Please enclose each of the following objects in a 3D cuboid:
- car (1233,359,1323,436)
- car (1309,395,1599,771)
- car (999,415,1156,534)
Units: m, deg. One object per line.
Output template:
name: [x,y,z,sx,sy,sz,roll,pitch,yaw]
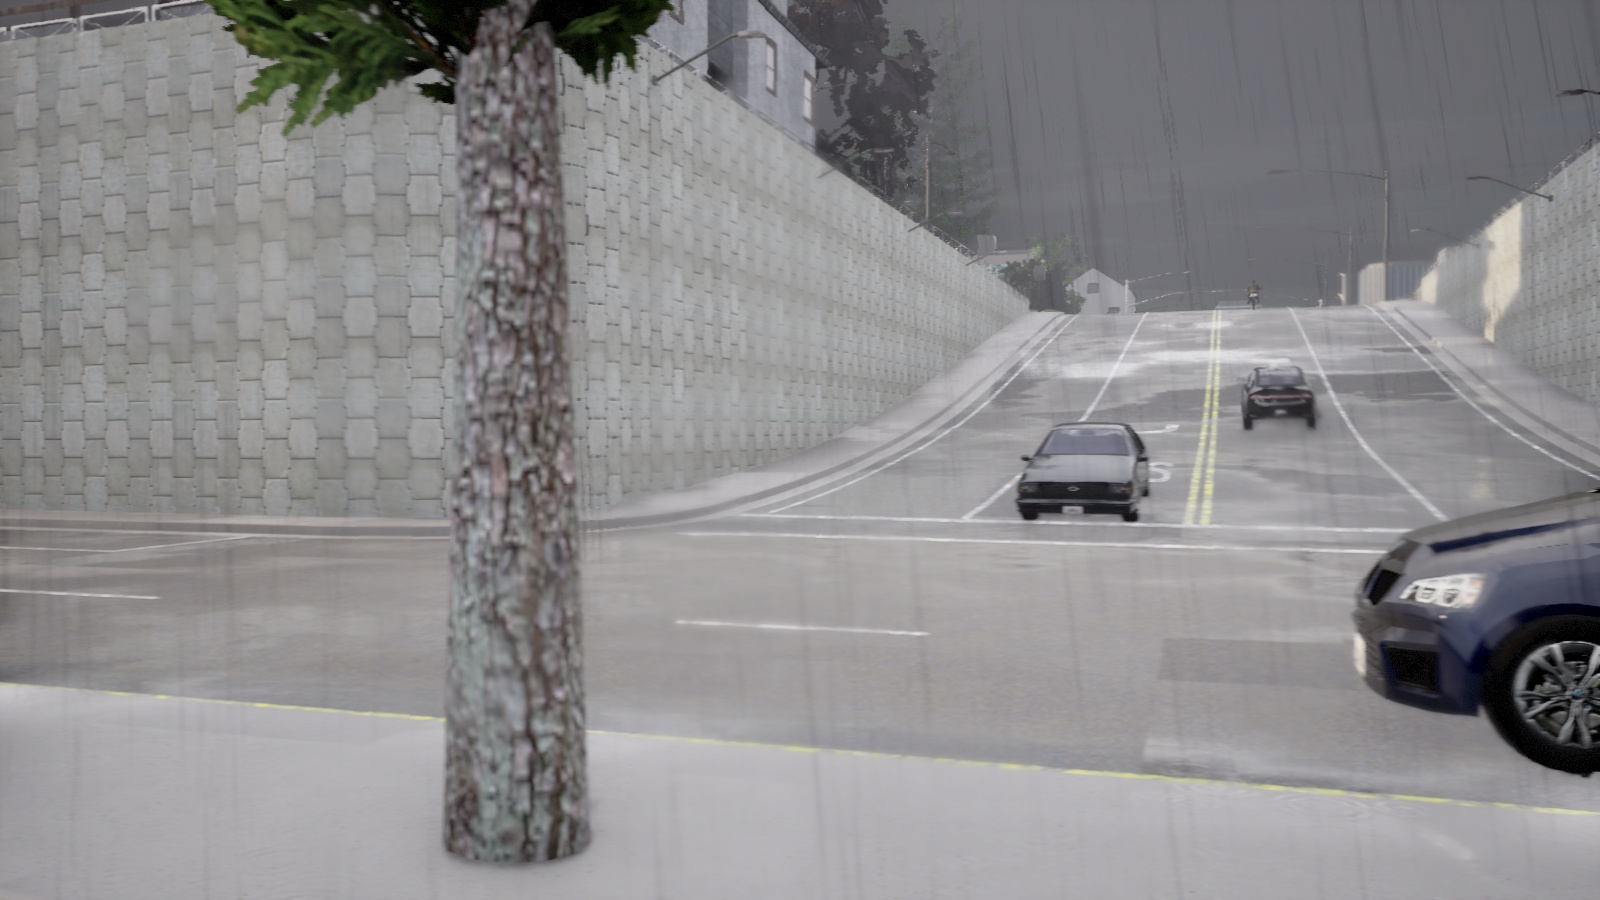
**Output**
car: [13.082,-1.512,34.618,2.128,1.511,4.902,1,10,19]
car: [5.089,0.585,6.225,4.611,1.667,2.242,1,1,19]
car: [4.847,0.283,21.303,2.033,1.411,5.357,1,5,19]
